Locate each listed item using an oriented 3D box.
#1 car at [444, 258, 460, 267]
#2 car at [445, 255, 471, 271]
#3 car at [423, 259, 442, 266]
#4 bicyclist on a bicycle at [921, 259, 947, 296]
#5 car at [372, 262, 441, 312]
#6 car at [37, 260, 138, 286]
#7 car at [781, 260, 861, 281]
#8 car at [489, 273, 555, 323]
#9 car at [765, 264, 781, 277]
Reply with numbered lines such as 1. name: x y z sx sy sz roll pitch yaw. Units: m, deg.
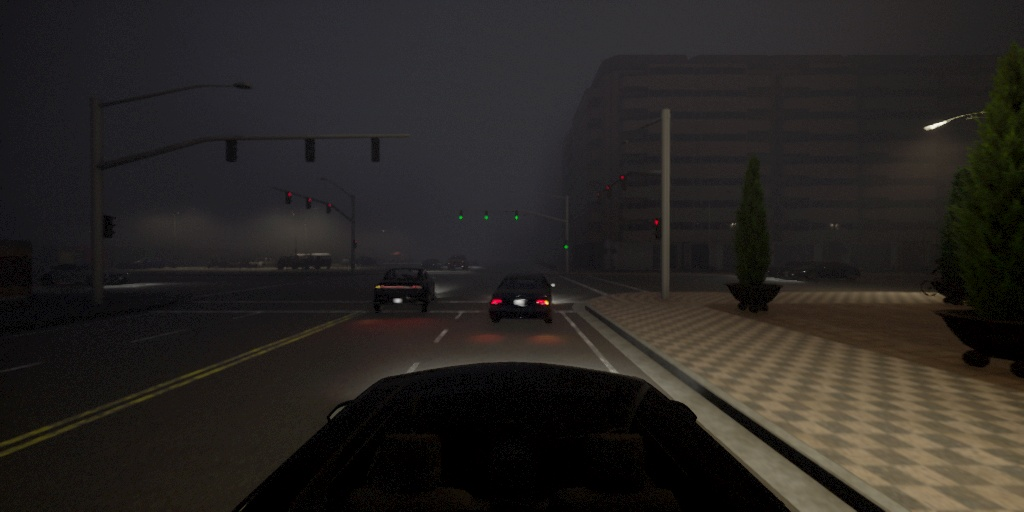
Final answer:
1. car: -10.538 1.121 63.437 1.994 1.385 4.181 0 0 0
2. car: -7.092 0.830 47.336 2.150 2.045 5.566 0 0 0
3. car: -10.592 1.086 47.228 1.882 1.535 5.008 0 0 0
4. bicyclist on a bicycle: 18.409 0.953 15.324 0.582 1.620 1.656 0 0 0
5. car: -4.060 1.192 13.954 2.128 1.511 4.902 1 1 -9
6. car: -27.574 1.153 23.116 4.674 1.442 1.812 0 0 0
7. car: 23.694 1.141 27.262 4.674 1.442 1.812 0 0 0
8. car: 0.440 1.265 11.998 2.033 1.411 5.357 0 0 6
9. car: 24.418 1.109 30.756 4.892 1.490 1.837 0 0 0
